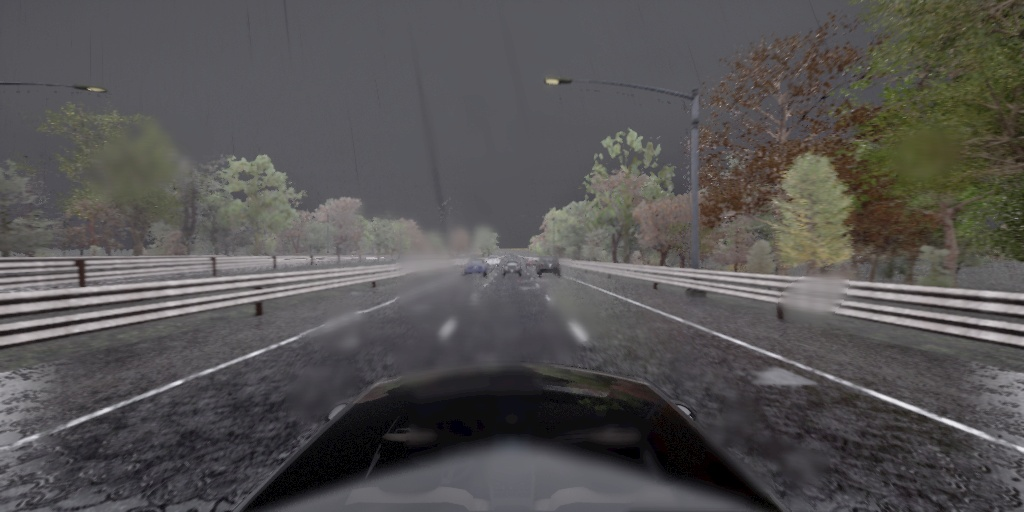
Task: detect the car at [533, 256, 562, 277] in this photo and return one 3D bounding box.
[{"bbox_3d":[3.513,0.965,35.098,2.150,2.045,5.566,0,0,0],"label":"car"}]

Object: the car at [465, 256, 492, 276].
[{"bbox_3d":[-3.473,1.091,36.530,2.097,1.767,4.553,0,0,0],"label":"car"}]

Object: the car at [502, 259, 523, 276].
[{"bbox_3d":[0.030,1.265,37.051,1.812,1.442,4.674,0,0,1],"label":"car"}]
